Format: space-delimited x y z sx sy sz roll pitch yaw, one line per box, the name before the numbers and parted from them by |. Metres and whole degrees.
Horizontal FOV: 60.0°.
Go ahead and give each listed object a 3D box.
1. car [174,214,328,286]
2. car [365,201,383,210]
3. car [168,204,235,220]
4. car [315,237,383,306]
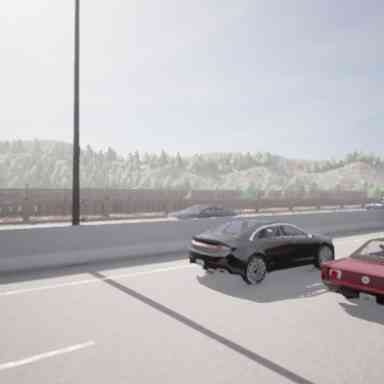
car | 2.173 1.534 9.595 4.902 1.511 2.128 0 0 -36
car | 25.013 1.871 44.243 4.718 1.301 1.895 0 0 -37
car | 0.669 1.569 21.703 4.902 1.511 2.128 0 0 -36
car | 4.996 1.649 7.311 4.718 1.301 1.895 0 0 -36
